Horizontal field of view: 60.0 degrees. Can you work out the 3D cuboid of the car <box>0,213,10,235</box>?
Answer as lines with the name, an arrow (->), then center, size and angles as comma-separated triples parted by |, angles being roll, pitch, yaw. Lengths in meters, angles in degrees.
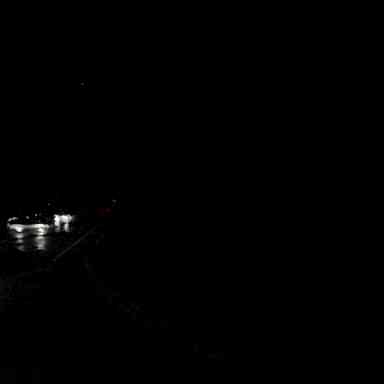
car -> -11.070, 1.643, 16.936 | 1.882, 1.535, 5.008 | -1, 0, -9

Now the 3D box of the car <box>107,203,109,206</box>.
car -> -12.253, 1.569, 48.381 | 2.128, 1.511, 4.902 | -1, 0, -9

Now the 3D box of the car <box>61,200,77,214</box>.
car -> -14.308, 1.610, 37.708 | 2.128, 1.511, 4.902 | -1, 0, -9

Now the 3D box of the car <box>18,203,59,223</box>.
car -> -12.700, 1.667, 27.409 | 1.837, 1.490, 4.892 | -1, 0, -9
